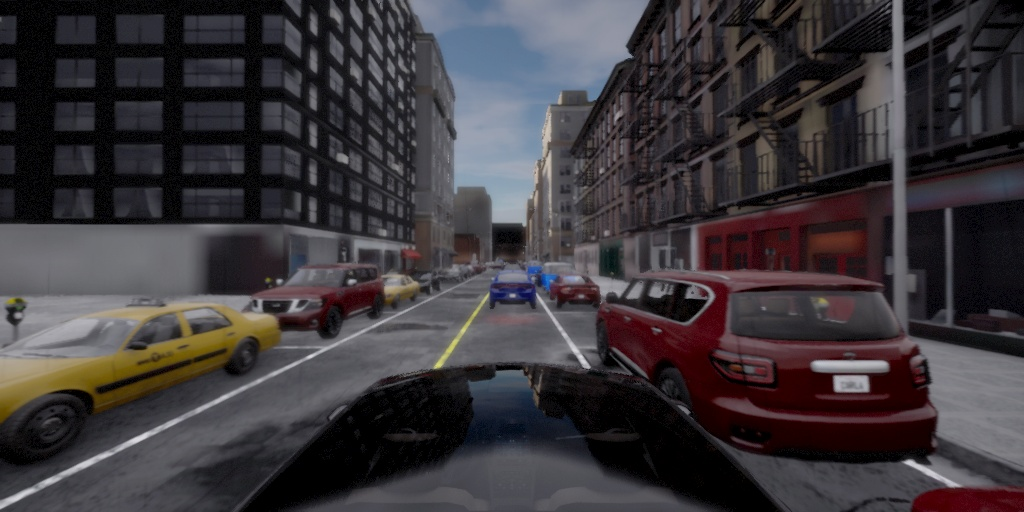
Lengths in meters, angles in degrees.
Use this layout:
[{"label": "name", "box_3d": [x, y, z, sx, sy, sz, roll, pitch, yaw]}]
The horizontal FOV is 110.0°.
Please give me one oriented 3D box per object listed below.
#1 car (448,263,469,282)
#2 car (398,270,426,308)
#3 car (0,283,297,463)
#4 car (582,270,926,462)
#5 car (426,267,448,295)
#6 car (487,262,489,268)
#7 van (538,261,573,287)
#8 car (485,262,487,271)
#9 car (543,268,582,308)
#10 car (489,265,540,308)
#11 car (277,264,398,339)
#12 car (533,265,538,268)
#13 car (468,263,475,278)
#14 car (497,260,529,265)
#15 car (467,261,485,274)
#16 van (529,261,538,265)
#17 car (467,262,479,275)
[{"label": "car", "box_3d": [-5.337, 1.609, 32.227, 2.007, 1.370, 4.403, 0, 0, 0]}, {"label": "car", "box_3d": [-5.364, 1.422, 15.829, 1.751, 1.417, 4.829, 0, 0, 0]}, {"label": "car", "box_3d": [-5.382, 1.312, 5.010, 1.751, 1.417, 4.829, 0, 0, 0]}, {"label": "car", "box_3d": [2.643, 1.100, 5.167, 2.192, 1.841, 5.009, 0, 0, 0]}, {"label": "car", "box_3d": [-5.355, 1.516, 21.408, 1.948, 1.339, 4.313, 0, 0, 0]}, {"label": "car", "box_3d": [-5.293, 1.766, 59.272, 1.967, 1.591, 4.097, 0, 0, 0]}, {"label": "van", "box_3d": [2.670, 1.291, 21.395, 1.690, 1.789, 3.998, 0, 0, 0]}, {"label": "car", "box_3d": [-5.302, 1.712, 53.863, 1.967, 1.591, 4.097, 0, 0, 0]}, {"label": "car", "box_3d": [2.661, 1.441, 15.986, 1.888, 1.381, 4.507, 0, 0, 0]}, {"label": "car", "box_3d": [0.053, 1.374, 16.090, 1.882, 1.535, 5.008, 0, 0, 1]}, {"label": "car", "box_3d": [-5.373, 1.156, 10.589, 2.192, 1.841, 5.009, 0, 0, 0]}, {"label": "car", "box_3d": [2.679, 1.570, 26.804, 1.948, 1.339, 4.313, 0, 0, 0]}, {"label": "car", "box_3d": [-5.329, 1.677, 37.636, 1.948, 1.339, 4.313, 0, 0, 0]}, {"label": "car", "box_3d": [0.068, 1.389, 30.274, 2.097, 1.767, 4.553, 0, -1, 1]}, {"label": "car", "box_3d": [-5.311, 1.533, 48.454, 2.192, 1.841, 5.009, 0, 0, 0]}, {"label": "van", "box_3d": [2.705, 1.505, 43.032, 1.690, 1.789, 3.998, 0, 0, 0]}, {"label": "car", "box_3d": [-5.320, 1.747, 43.045, 1.802, 1.307, 4.207, 0, 0, 0]}]
